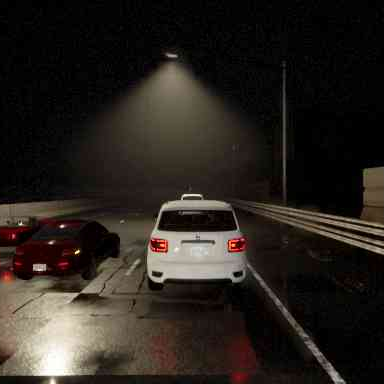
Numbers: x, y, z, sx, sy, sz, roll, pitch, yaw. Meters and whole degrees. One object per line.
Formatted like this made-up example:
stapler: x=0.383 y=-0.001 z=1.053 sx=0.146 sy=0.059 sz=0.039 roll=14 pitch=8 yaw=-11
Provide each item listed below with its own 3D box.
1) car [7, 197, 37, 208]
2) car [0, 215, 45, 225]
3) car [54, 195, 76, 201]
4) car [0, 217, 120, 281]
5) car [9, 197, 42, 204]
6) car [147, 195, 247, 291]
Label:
car: x=-24.810 y=1.442 z=48.760 sx=1.837 sy=1.490 sz=4.892 roll=0 pitch=0 yaw=0
car: x=-6.924 y=1.602 z=13.978 sx=1.895 sy=1.301 sz=4.718 roll=0 pitch=0 yaw=0
car: x=-17.803 y=1.295 z=46.463 sx=2.097 sy=1.767 sz=4.553 roll=0 pitch=0 yaw=0
car: x=-3.414 y=1.527 z=9.773 sx=1.812 sy=1.442 sz=4.674 roll=0 pitch=0 yaw=0
car: x=-21.287 y=1.432 z=43.318 sx=1.882 sy=1.535 sz=5.008 roll=0 pitch=0 yaw=0
car: x=0.093 y=1.222 z=9.145 sx=2.150 sy=2.045 sz=5.566 roll=0 pitch=0 yaw=0
